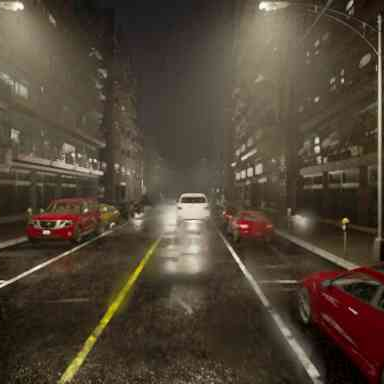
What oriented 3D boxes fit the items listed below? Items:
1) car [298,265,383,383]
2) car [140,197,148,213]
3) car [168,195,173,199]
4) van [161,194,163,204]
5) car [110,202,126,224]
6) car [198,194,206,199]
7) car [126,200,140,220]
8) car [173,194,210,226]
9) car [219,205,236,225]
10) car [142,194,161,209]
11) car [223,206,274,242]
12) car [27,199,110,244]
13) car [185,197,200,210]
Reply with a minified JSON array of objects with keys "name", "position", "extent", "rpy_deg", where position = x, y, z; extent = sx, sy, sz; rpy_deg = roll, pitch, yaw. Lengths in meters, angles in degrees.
[{"name":"car","position":[2.689,1.566,4.184],"extent":[1.802,1.307,4.206],"rpy_deg":[0,0,0]},{"name":"car","position":[-5.715,1.475,32.629],"extent":[1.802,1.307,4.206],"rpy_deg":[0,0,0]},{"name":"car","position":[-5.893,1.408,93.690],"extent":[1.802,1.307,4.206],"rpy_deg":[0,0,0]},{"name":"van","position":[-5.732,1.189,55.390],"extent":[1.690,1.788,3.998],"rpy_deg":[0,0,0]},{"name":"car","position":[-5.705,1.450,21.080],"extent":[1.752,1.417,4.829],"rpy_deg":[0,0,0]},{"name":"car","position":[2.746,1.265,93.697],"extent":[1.967,1.590,4.097],"rpy_deg":[0,0,0]},{"name":"car","position":[-5.710,1.473,26.941],"extent":[1.947,1.339,4.313],"rpy_deg":[0,0,0]},{"name":"car","position":[0.081,1.143,22.805],"extent":[2.150,2.045,5.566],"rpy_deg":[0,0,0]},{"name":"car","position":[2.675,1.506,21.255],"extent":[1.802,1.307,4.206],"rpy_deg":[0,0,0]},{"name":"car","position":[-5.723,1.184,44.008],"extent":[2.192,1.841,5.009],"rpy_deg":[0,0,0]},{"name":"car","position":[2.680,1.525,15.564],"extent":[1.802,1.307,4.206],"rpy_deg":[0,0,0]},{"name":"car","position":[-5.699,1.258,15.558],"extent":[2.192,1.841,5.009],"rpy_deg":[0,0,0]},{"name":"car","position":[0.067,1.377,41.587],"extent":[1.837,1.490,4.892],"rpy_deg":[0,0,0]}]
